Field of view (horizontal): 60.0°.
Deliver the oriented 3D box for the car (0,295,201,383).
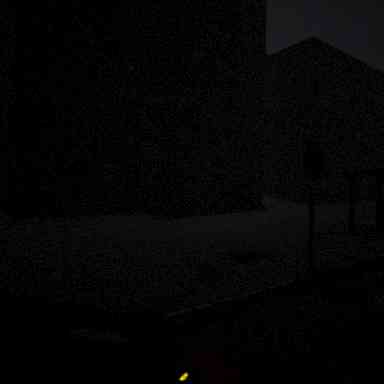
[{"bbox_3d":[-2.081,1.526,1.982,4.674,1.442,1.812,0,0,-36],"label":"car"}]
